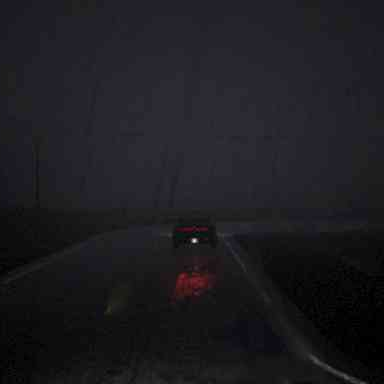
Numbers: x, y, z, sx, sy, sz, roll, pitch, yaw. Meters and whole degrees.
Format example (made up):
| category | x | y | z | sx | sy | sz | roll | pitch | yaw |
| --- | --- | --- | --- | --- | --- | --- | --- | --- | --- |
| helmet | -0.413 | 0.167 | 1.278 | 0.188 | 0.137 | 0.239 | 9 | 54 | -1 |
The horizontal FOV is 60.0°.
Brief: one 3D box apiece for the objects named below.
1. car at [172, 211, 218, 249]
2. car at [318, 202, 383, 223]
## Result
| category | x | y | z | sx | sy | sz | roll | pitch | yaw |
| --- | --- | --- | --- | --- | --- | --- | --- | --- | --- |
| car | 0.138 | 1.617 | 15.253 | 1.837 | 1.490 | 4.892 | 0 | 0 | 1 |
| car | 12.314 | 1.516 | 25.797 | 4.902 | 1.511 | 2.128 | 0 | 0 | -5 |
